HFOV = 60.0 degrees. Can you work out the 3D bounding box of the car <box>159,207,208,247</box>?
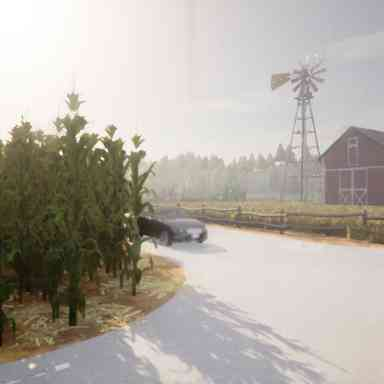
[{"bbox_3d":[-1.148,1.493,15.358,2.128,1.511,4.902,0,0,-32],"label":"car"}]
